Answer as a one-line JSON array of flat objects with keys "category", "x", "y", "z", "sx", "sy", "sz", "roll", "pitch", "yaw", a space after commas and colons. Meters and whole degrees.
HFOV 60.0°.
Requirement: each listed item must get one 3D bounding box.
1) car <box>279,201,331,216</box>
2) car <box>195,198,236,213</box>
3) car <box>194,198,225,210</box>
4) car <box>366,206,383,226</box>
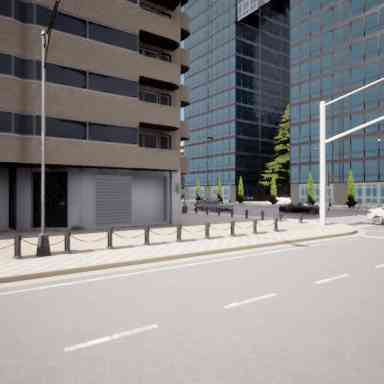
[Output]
[{"category": "car", "x": 10.689, "y": 1.575, "z": 31.682, "sx": 1.895, "sy": 1.301, "sz": 4.718, "roll": 0, "pitch": 0, "yaw": -36}, {"category": "car", "x": 2.674, "y": 1.571, "z": 36.852, "sx": 1.895, "sy": 1.301, "sz": 4.718, "roll": 0, "pitch": 0, "yaw": -35}, {"category": "car", "x": 2.252, "y": 1.538, "z": 43.531, "sx": 1.994, "sy": 1.385, "sz": 4.181, "roll": 0, "pitch": 0, "yaw": -35}, {"category": "car", "x": 13.823, "y": 1.520, "z": 21.514, "sx": 1.812, "sy": 1.442, "sz": 4.674, "roll": 0, "pitch": 0, "yaw": -36}]
